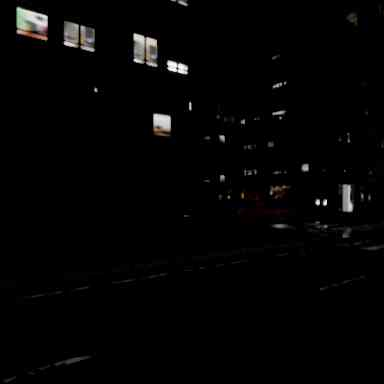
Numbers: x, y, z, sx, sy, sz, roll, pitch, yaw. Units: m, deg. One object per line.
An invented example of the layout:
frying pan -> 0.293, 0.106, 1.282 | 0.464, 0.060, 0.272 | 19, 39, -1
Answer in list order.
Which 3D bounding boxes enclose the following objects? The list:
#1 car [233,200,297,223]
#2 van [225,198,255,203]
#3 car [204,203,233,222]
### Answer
car -> 6.021, 1.681, 27.723 | 1.882, 1.535, 5.008 | 0, -1, -36
van -> 5.510, 1.629, 38.222 | 1.690, 1.788, 3.998 | -1, 0, -36
car -> 2.063, 1.842, 28.797 | 1.802, 1.307, 4.206 | -1, 0, -36
